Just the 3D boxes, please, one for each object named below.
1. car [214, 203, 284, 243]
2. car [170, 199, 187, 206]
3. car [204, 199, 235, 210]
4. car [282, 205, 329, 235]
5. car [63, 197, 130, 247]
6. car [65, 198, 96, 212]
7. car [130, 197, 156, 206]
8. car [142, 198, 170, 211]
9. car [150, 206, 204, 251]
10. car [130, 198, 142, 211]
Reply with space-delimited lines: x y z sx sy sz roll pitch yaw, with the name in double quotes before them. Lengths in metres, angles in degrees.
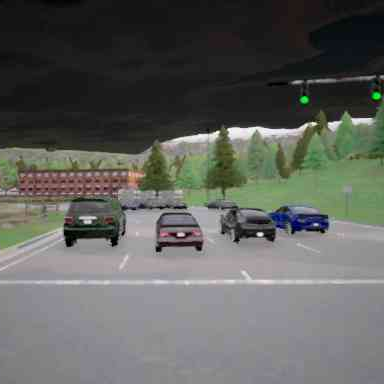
"car" 2.569 1.499 16.240 1.837 1.490 4.892 0 0 -6
"car" -2.383 1.588 43.667 1.994 1.385 4.181 0 0 -30
"car" 3.496 1.543 40.844 2.033 1.411 5.357 0 0 -28
"car" 5.776 1.456 18.843 1.882 1.535 5.008 0 0 -8
"car" -4.344 1.246 15.529 2.150 2.045 5.566 0 0 -7
"car" -14.030 1.568 41.691 2.128 1.511 4.902 0 0 -39
"car" -8.269 1.619 56.036 4.181 1.385 1.994 0 0 40
"car" -5.277 1.584 41.857 2.033 1.411 5.357 0 0 -34
"car" -0.663 1.555 14.266 2.033 1.411 5.357 0 0 -6
"car" -8.475 1.598 40.440 2.033 1.411 5.357 0 0 -35
